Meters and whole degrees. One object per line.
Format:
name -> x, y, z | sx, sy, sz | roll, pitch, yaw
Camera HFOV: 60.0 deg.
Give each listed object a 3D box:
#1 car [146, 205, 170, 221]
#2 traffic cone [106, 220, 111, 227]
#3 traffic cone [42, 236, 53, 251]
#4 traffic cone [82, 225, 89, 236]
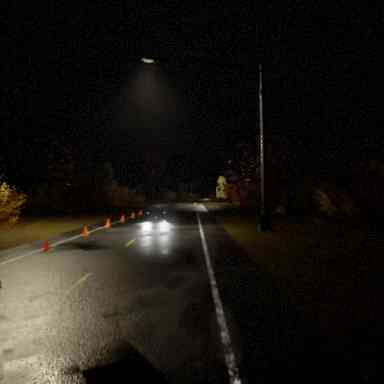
car -> -3.087, 1.878, 30.720 | 1.895, 1.301, 4.718 | -1, 0, 0
traffic cone -> -6.056, 2.233, 23.999 | 0.340, 0.580, 0.340 | -1, 0, 0
traffic cone -> -6.094, 2.159, 13.996 | 0.340, 0.580, 0.340 | -1, 0, 0
traffic cone -> -6.075, 2.195, 18.997 | 0.340, 0.580, 0.340 | -1, 0, 0
